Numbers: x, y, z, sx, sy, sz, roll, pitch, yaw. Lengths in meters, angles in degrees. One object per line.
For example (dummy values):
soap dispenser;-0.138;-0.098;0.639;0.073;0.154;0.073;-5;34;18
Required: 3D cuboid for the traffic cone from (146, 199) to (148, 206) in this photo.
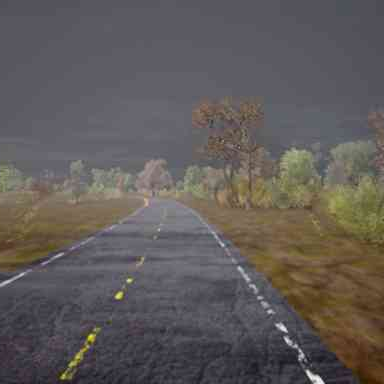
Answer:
traffic cone;-7.120;1.867;52.460;0.340;0.580;0.340;0;0;-6
